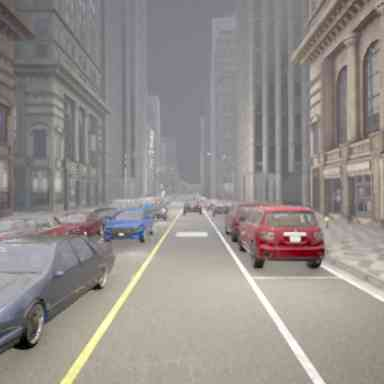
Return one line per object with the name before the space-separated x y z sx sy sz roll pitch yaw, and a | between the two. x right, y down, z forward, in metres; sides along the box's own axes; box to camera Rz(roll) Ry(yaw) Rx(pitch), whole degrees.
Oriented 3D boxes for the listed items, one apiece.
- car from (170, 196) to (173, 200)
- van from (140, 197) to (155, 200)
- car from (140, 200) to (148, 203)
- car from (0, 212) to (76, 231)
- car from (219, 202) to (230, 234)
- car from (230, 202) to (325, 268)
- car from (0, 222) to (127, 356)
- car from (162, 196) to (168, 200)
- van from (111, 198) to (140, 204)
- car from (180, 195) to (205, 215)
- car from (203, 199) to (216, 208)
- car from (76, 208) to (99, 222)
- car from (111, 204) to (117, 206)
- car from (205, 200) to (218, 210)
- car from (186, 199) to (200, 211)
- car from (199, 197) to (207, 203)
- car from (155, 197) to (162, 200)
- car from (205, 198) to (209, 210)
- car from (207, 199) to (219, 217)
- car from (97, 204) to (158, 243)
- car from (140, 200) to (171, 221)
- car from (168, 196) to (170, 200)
car | -5.638 2.067 71.170 1.802 1.307 4.206 0 0 0
van | -5.699 1.599 38.527 1.690 1.788 3.998 0 0 0
car | -5.708 1.769 33.084 1.887 1.381 4.507 0 0 0
car | -5.748 1.530 11.320 1.967 1.590 4.097 0 0 0
car | 2.786 1.393 16.755 2.192 1.841 5.009 0 0 0
car | 2.776 1.360 11.314 2.192 1.841 5.009 0 0 0
car | -3.067 1.596 6.608 2.033 1.411 5.357 0 0 4
car | -5.668 1.676 54.850 2.192 1.841 5.009 0 0 0
van | -5.719 1.531 27.644 1.690 1.788 3.998 0 0 0
car | 0.060 1.570 36.860 2.097 1.767 4.553 0 0 0
car | 2.858 1.861 54.837 1.887 1.381 4.507 0 0 0
car | -5.738 1.667 16.760 1.887 1.381 4.507 0 0 0
car | -5.728 1.722 22.201 1.947 1.339 4.313 0 0 0
car | 2.848 1.864 49.397 1.802 1.307 4.206 0 0 0
car | 0.089 1.762 47.502 1.882 1.535 5.008 0 0 0
car | 2.917 2.017 87.480 1.967 1.590 4.097 0 0 0
car | -5.689 1.607 43.968 2.192 1.841 5.009 0 0 0
car | 2.837 1.688 43.957 1.967 1.590 4.097 0 0 0
car | 2.817 1.730 33.075 2.008 1.369 4.403 0 0 0
car | -3.073 1.588 17.015 1.882 1.535 5.008 0 0 0
car | -3.038 1.737 29.802 2.033 1.411 5.357 0 0 0
car | -5.658 1.838 60.290 1.967 1.590 4.097 0 0 0
